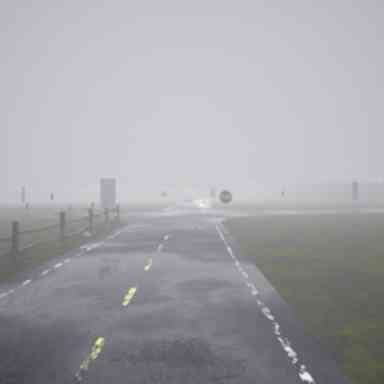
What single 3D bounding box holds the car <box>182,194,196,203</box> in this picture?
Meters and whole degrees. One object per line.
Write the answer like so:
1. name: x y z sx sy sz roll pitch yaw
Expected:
1. car: -0.863 1.475 65.366 2.033 1.411 5.357 0 0 3
